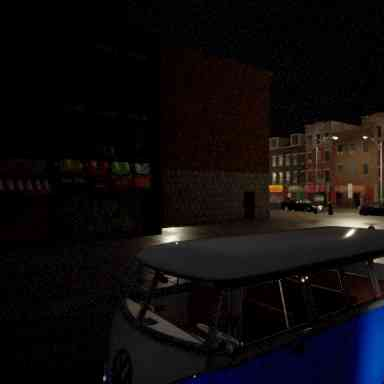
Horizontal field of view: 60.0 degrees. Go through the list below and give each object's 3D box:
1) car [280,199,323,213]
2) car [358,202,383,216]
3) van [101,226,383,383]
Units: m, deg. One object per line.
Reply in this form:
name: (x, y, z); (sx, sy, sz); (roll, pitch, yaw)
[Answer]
car: (12.000, 1.492, 36.759); (2.128, 1.511, 4.902); (0, 0, -35)
car: (17.119, 1.571, 29.572); (1.994, 1.385, 4.181); (0, 0, -35)
van: (1.070, 1.341, 3.584); (3.998, 1.788, 1.690); (0, 0, -36)
